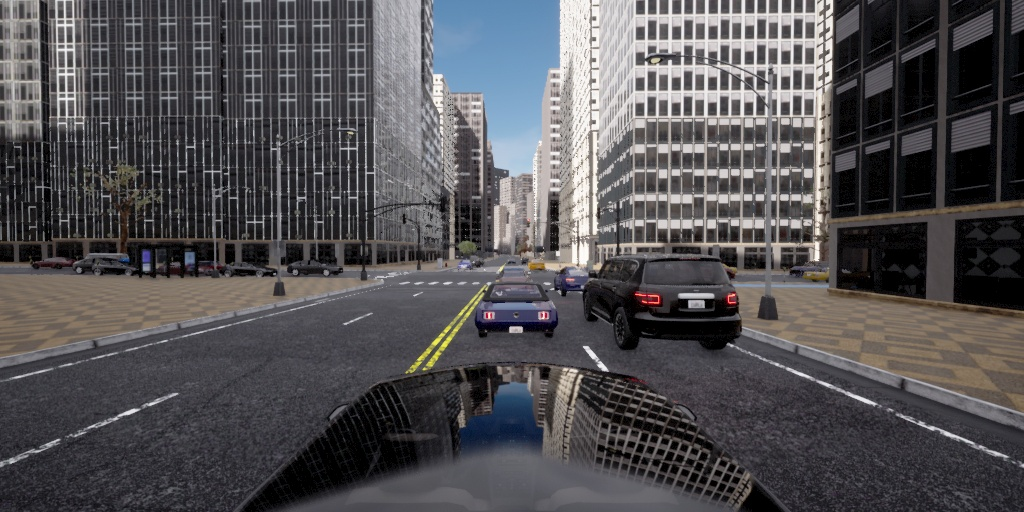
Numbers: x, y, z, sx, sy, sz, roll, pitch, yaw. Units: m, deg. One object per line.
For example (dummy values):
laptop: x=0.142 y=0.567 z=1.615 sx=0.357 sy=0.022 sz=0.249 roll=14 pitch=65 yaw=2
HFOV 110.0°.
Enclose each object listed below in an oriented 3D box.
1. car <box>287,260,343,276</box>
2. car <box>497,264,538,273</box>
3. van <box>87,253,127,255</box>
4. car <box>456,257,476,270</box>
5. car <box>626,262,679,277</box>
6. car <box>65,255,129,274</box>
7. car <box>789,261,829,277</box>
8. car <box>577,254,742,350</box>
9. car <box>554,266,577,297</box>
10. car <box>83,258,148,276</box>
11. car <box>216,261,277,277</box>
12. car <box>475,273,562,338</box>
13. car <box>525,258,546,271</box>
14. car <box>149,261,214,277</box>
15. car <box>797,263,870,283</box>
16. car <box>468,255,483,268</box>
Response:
car: x=-18.471 y=1.108 z=33.765 sx=4.892 sy=1.490 sz=1.837 roll=1 pitch=1 yaw=1
car: x=0.084 y=1.305 z=18.903 sx=1.994 sy=1.385 sz=4.181 roll=0 pitch=0 yaw=0
van: x=-45.328 y=0.605 z=40.086 sx=3.998 sy=1.789 sz=1.690 roll=0 pitch=0 yaw=1
car: x=-6.641 y=1.241 z=51.190 sx=1.812 sy=1.442 sz=4.674 roll=0 pitch=0 yaw=-2
car: x=14.276 y=1.369 z=36.521 sx=4.674 sy=1.442 sz=1.812 roll=0 pitch=1 yaw=2
car: x=-38.791 y=0.923 z=34.166 sx=4.892 sy=1.490 sz=1.837 roll=1 pitch=1 yaw=1
car: x=30.747 y=1.340 z=36.189 sx=4.553 sy=1.767 sz=2.097 roll=0 pitch=1 yaw=1
car: x=3.343 y=0.968 z=9.204 sx=2.150 sy=2.045 sz=5.566 roll=0 pitch=0 yaw=0
car: x=3.332 y=1.267 z=18.896 sx=1.812 sy=1.442 sz=4.674 roll=0 pitch=0 yaw=0
car: x=-34.127 y=1.069 z=31.437 sx=4.313 sy=1.339 sz=1.948 roll=0 pitch=0 yaw=1
car: x=-22.762 y=1.174 z=31.143 sx=4.313 sy=1.339 sz=1.948 roll=0 pitch=0 yaw=1
car: x=0.093 y=1.347 z=10.166 sx=1.895 sy=1.301 sz=4.718 roll=0 pitch=0 yaw=0
car: x=3.226 y=1.198 z=47.026 sx=1.882 sy=1.535 sz=5.008 roll=-1 pitch=0 yaw=-2
car: x=-28.446 y=1.138 z=31.270 sx=4.207 sy=1.307 sz=1.802 roll=0 pitch=0 yaw=1
car: x=27.612 y=1.579 z=30.471 sx=4.829 sy=1.417 sz=1.751 roll=0 pitch=0 yaw=1
car: x=-6.635 y=0.925 z=61.153 sx=2.150 sy=2.045 sz=5.566 roll=0 pitch=0 yaw=0
